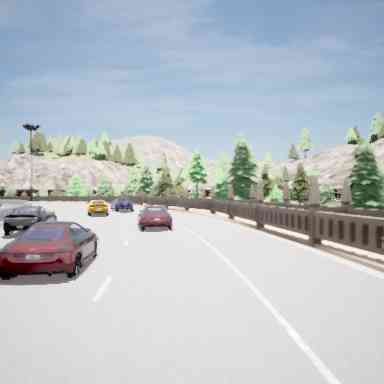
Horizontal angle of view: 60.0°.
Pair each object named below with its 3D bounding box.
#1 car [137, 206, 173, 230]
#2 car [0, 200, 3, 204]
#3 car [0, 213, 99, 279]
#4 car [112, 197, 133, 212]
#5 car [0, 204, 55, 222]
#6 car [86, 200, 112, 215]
[{"bbox_3d":[-2.462,1.586,21.493,1.994,1.385,4.181,0,0,-12],"label":"car"},{"bbox_3d":[-30.450,1.797,51.498,1.812,1.442,4.674,0,0,-34],"label":"car"},{"bbox_3d":[-4.153,1.582,10.221,1.994,1.385,4.181,0,0,-6],"label":"car"},{"bbox_3d":[-8.711,1.439,41.039,2.097,1.767,4.553,0,0,-23],"label":"car"},{"bbox_3d":[-9.037,1.539,18.923,2.128,1.511,4.902,0,0,-11],"label":"car"},{"bbox_3d":[-9.811,1.557,34.446,1.882,1.535,5.008,0,0,-20],"label":"car"}]
